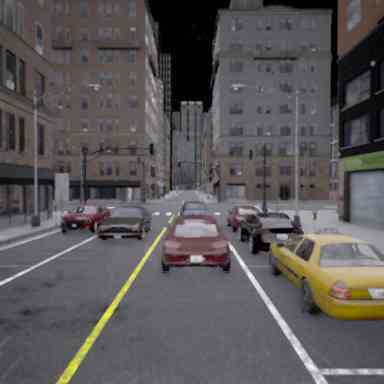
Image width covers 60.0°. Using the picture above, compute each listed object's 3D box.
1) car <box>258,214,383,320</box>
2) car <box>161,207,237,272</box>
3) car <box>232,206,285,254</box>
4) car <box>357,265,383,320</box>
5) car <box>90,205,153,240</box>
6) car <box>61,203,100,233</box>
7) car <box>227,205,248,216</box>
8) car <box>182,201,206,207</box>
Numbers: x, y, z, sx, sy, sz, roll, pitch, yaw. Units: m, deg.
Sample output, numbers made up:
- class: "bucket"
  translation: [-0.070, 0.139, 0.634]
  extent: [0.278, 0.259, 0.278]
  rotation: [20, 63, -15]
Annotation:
- class: "car"
  translation: [2.867, 1.445, 7.250]
  extent: [1.752, 1.417, 4.829]
  rotation: [-1, 1, 0]
- class: "car"
  translation: [0.102, 1.413, 10.243]
  extent: [1.812, 1.442, 4.674]
  rotation: [0, 0, 0]
- class: "car"
  translation: [2.868, 1.427, 12.667]
  extent: [1.947, 1.339, 4.313]
  rotation: [-1, 1, 0]
- class: "car"
  translation: [2.866, 1.533, 1.495]
  extent: [2.008, 1.369, 4.403]
  rotation: [-1, 1, 0]
- class: "car"
  translation: [-3.000, 1.401, 16.123]
  extent: [2.033, 1.411, 5.357]
  rotation: [0, 1, 0]
- class: "car"
  translation: [-5.676, 1.344, 18.251]
  extent: [1.887, 1.381, 4.507]
  rotation: [-1, 1, 0]
- class: "car"
  translation: [2.870, 1.381, 18.252]
  extent: [1.802, 1.307, 4.206]
  rotation: [-1, 1, 0]
- class: "car"
  translation: [0.136, 1.310, 21.655]
  extent: [2.033, 1.411, 5.357]
  rotation: [0, 1, -3]
